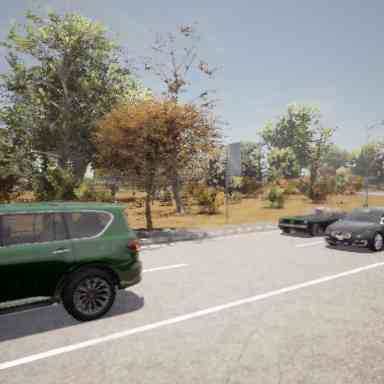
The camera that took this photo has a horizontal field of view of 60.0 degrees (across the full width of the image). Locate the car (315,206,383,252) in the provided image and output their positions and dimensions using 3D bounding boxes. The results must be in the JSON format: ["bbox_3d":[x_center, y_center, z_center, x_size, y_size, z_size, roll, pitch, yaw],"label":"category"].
[{"bbox_3d":[7.372,1.386,13.512,4.892,1.490,1.837,-1,1,-35],"label":"car"}]

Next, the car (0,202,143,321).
[{"bbox_3d":[-3.581,1.218,5.741,5.566,2.045,2.150,0,0,-35],"label":"car"}]

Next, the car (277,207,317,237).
[{"bbox_3d":[6.576,1.462,17.145,4.718,1.301,1.895,-1,1,-35],"label":"car"}]
